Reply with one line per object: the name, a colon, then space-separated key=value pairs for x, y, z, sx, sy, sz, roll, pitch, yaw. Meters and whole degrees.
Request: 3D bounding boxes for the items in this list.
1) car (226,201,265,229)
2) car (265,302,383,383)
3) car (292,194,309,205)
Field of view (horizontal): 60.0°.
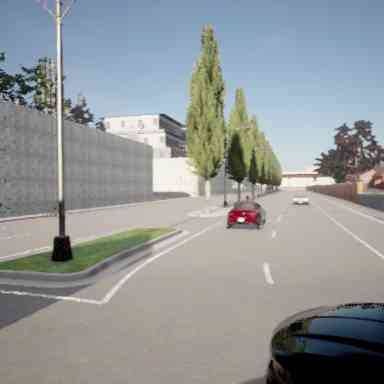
car: x=3.194 y=1.238 z=19.374 sx=1.812 sy=1.442 sz=4.674 roll=0 pitch=1 yaw=17
car: x=2.883 y=1.424 z=1.930 sx=5.008 sy=1.535 sz=1.882 roll=0 pitch=0 yaw=39
car: x=13.689 y=0.929 z=42.135 sx=1.895 sy=1.301 sz=4.718 roll=0 pitch=1 yaw=17
